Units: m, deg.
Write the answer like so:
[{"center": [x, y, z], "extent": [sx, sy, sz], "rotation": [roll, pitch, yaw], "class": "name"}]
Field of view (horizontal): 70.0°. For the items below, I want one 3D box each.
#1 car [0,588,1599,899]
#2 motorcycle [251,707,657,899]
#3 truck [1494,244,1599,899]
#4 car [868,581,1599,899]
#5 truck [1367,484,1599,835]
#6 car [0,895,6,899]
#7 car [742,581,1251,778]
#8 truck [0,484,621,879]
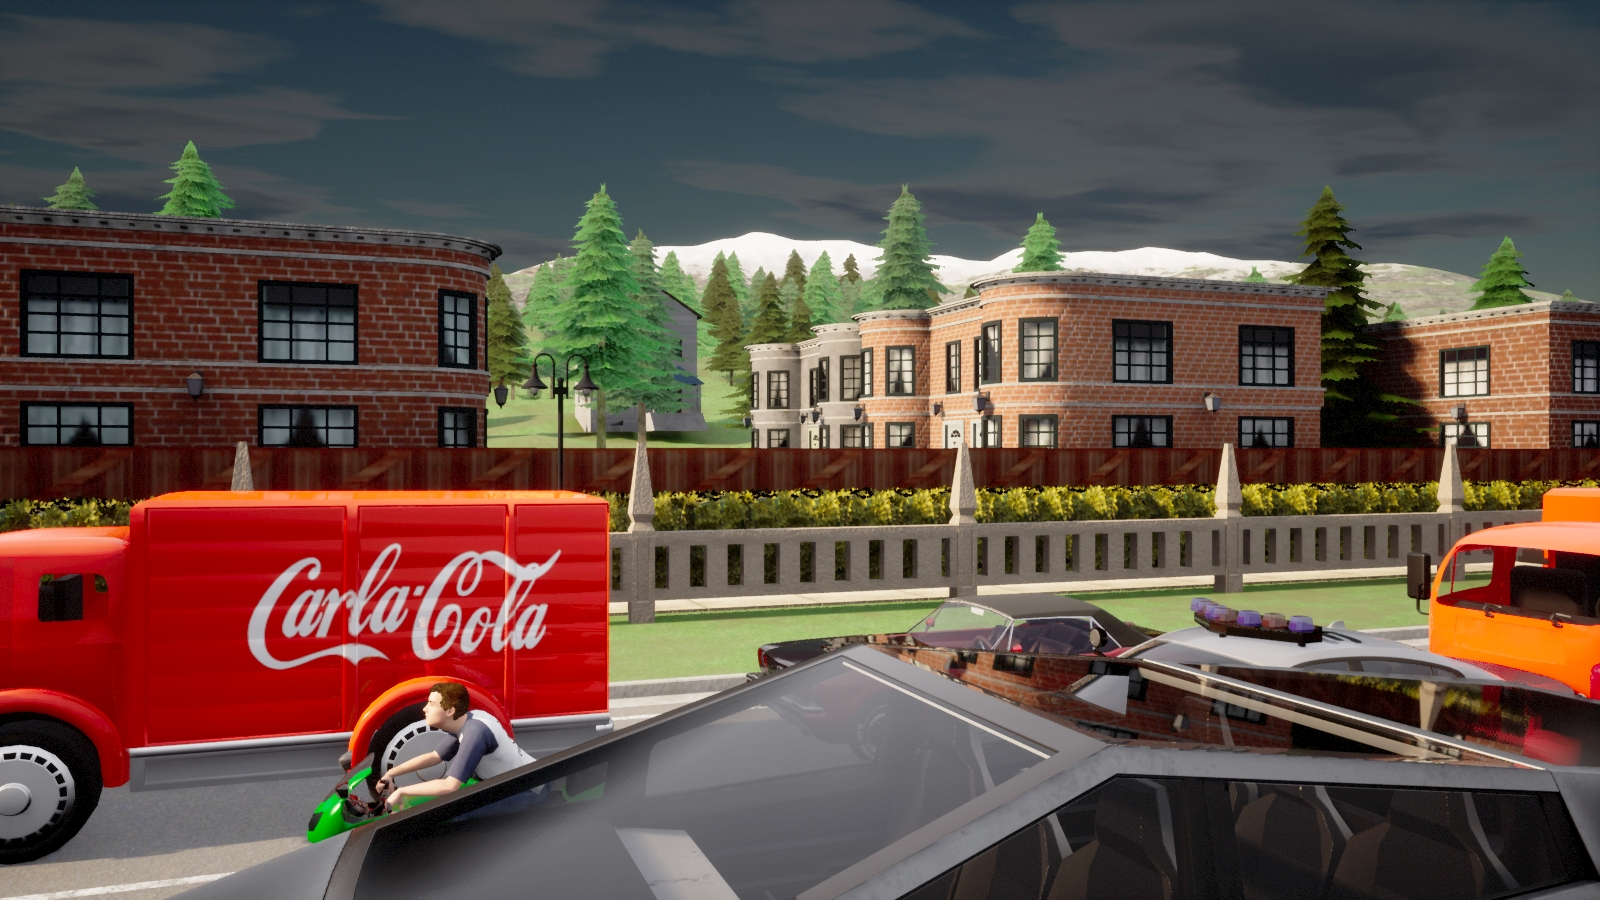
[{"center": [0.902, 1.754, 3.628], "extent": [6.274, 2.098, 2.390], "rotation": [0, 0, -20], "class": "car"}, {"center": [-1.880, 2.186, 6.339], "extent": [2.033, 1.199, 0.803], "rotation": [0, 0, -20], "class": "motorcycle"}, {"center": [8.244, 0.890, 6.293], "extent": [8.468, 3.827, 2.891], "rotation": [0, 0, -20], "class": "truck"}, {"center": [3.311, 1.982, 8.228], "extent": [5.238, 1.638, 2.097], "rotation": [0, 0, -20], "class": "car"}, {"center": [7.993, 1.568, 9.932], "extent": [5.204, 2.467, 2.627], "rotation": [0, 0, -20], "class": "truck"}, {"center": [-4.026, 2.066, 1.835], "extent": [4.193, 1.474, 1.816], "rotation": [0, 0, -20], "class": "car"}, {"center": [1.954, 2.155, 11.458], "extent": [4.718, 1.301, 1.895], "rotation": [0, 0, -20], "class": "car"}, {"center": [-4.291, 1.569, 9.195], "extent": [5.204, 2.467, 2.627], "rotation": [0, 0, -20], "class": "truck"}]
